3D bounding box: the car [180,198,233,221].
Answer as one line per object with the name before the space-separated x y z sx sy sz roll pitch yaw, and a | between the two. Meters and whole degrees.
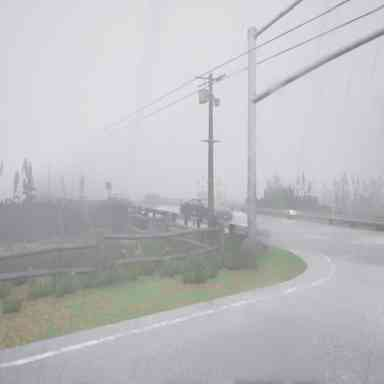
car | 0.843 1.168 22.601 1.812 1.442 4.674 0 3 -32
